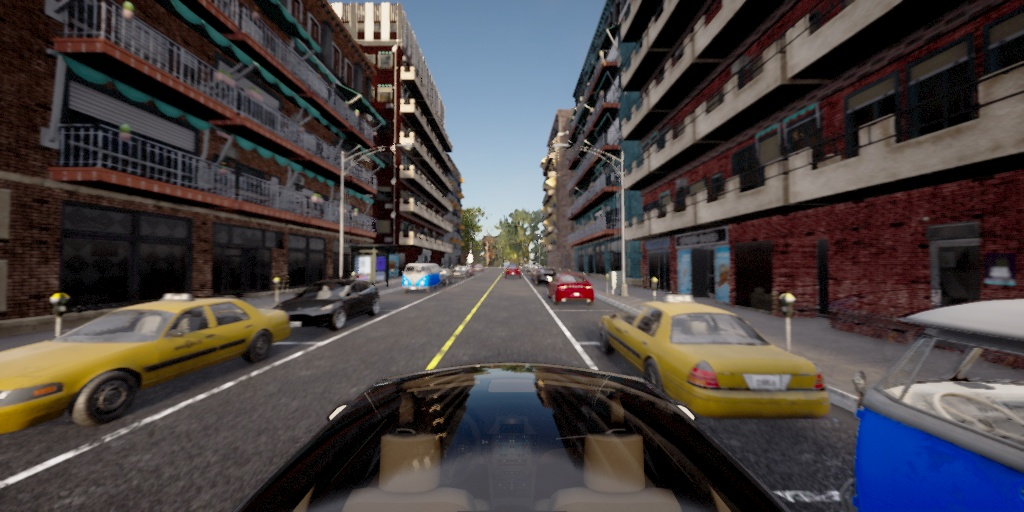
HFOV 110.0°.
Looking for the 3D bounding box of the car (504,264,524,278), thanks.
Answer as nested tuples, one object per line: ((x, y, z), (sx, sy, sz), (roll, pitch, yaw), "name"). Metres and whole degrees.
((0.109, 1.750, 41.088), (1.812, 1.442, 4.674), (0, -1, 0), "car")

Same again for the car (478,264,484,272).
((-5.765, 2.059, 62.095), (1.802, 1.307, 4.207), (0, 0, 0), "car")

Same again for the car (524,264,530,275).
((2.668, 1.820, 44.938), (2.007, 1.370, 4.403), (0, 0, 0), "car")

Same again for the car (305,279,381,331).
((-5.687, 1.434, 11.555), (1.948, 1.339, 4.313), (0, 0, 0), "car")

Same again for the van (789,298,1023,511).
((2.694, 1.075, 0.372), (1.690, 1.789, 3.998), (0, 0, 0), "van")

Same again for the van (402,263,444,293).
((-5.686, 1.344, 22.697), (1.690, 1.789, 3.998), (0, 0, 0), "van")

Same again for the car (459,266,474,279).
((-5.681, 1.754, 39.409), (2.007, 1.370, 4.403), (0, 0, 0), "car")

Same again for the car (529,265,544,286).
((2.664, 1.634, 28.226), (1.948, 1.339, 4.313), (0, 0, 0), "car")

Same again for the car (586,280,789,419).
((2.699, 1.326, 6.113), (1.751, 1.417, 4.829), (0, 0, 0), "car")

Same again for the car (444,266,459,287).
((-5.684, 1.620, 28.266), (2.007, 1.370, 4.403), (0, 0, 0), "car")

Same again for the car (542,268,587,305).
((2.674, 1.480, 17.085), (1.888, 1.381, 4.507), (0, 0, 0), "car")

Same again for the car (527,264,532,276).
((2.666, 1.718, 33.797), (1.802, 1.307, 4.207), (0, 0, 0), "car")

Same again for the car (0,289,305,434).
((-5.688, 1.327, 5.814), (1.751, 1.417, 4.829), (0, 0, 0), "car")

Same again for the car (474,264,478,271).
((-5.680, 1.853, 44.979), (1.802, 1.307, 4.207), (0, 0, 0), "car")
